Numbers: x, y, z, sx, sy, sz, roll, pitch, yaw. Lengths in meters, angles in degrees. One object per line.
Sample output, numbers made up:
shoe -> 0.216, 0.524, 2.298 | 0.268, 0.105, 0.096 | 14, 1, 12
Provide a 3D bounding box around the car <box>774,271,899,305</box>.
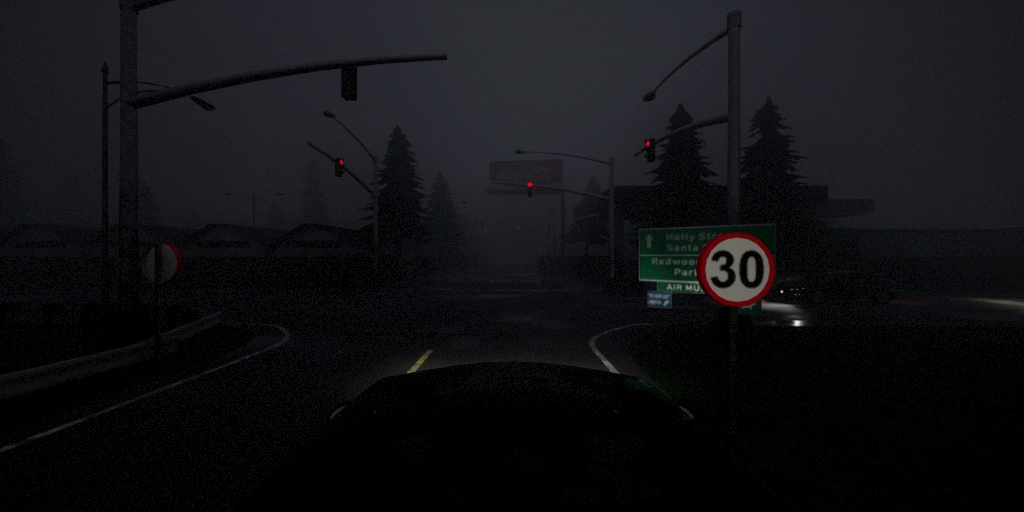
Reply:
car -> 15.197, 1.446, 16.947 | 4.892, 1.490, 1.837 | 0, 0, 1
